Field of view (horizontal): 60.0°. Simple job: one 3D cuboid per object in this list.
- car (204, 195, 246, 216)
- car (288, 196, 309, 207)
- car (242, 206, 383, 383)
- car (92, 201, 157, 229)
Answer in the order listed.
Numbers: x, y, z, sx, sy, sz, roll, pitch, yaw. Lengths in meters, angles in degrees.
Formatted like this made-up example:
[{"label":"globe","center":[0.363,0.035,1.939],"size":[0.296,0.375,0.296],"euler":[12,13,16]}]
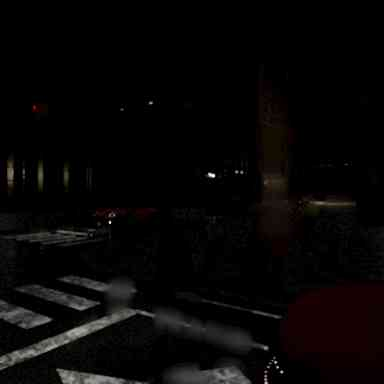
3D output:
[{"label":"car","center":[3.467,1.281,33.350],"size":[2.150,2.045,5.566],"euler":[0,0,36]},{"label":"car","center":[16.460,1.438,51.271],"size":[2.097,1.767,4.553],"euler":[0,0,36]},{"label":"car","center":[3.029,1.219,1.529],"size":[5.566,2.045,2.150],"euler":[0,0,36]},{"label":"car","center":[-4.429,1.397,22.335],"size":[2.097,1.767,4.553],"euler":[0,0,35]}]
